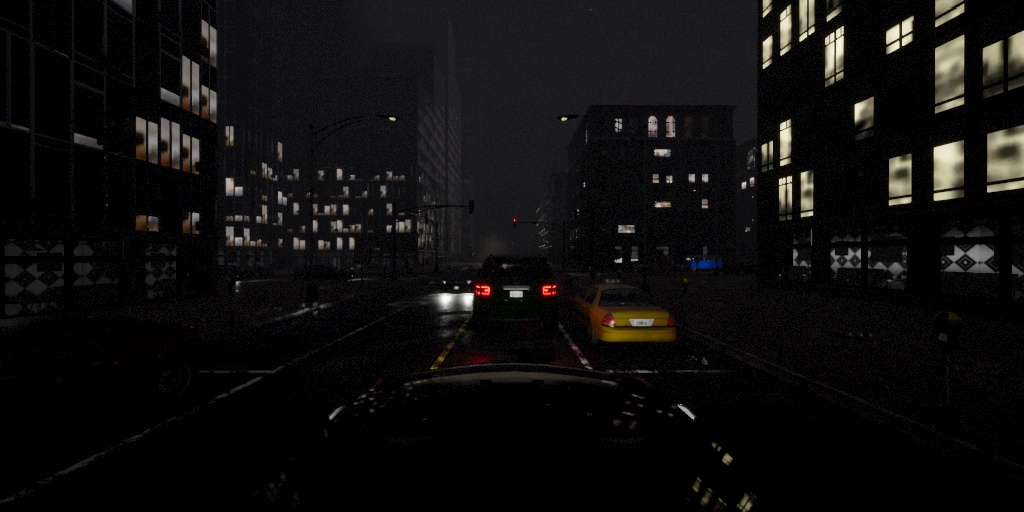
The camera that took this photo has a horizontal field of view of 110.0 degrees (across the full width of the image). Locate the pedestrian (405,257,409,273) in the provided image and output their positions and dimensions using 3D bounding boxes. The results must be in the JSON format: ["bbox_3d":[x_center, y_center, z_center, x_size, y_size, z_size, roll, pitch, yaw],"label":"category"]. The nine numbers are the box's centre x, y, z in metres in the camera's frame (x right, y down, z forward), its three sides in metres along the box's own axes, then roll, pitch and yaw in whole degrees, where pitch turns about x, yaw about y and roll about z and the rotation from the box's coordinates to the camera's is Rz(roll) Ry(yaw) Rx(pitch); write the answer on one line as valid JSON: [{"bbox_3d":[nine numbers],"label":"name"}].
[{"bbox_3d":[-12.392,1.020,42.205,0.375,1.860,0.375,0,1,-1],"label":"pedestrian"}]

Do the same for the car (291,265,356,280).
[{"bbox_3d":[-17.723,1.515,33.769,5.357,1.411,2.033,-1,0,-1],"label":"car"}]

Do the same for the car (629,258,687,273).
[{"bbox_3d":[15.023,1.138,37.135,4.718,1.301,1.895,-1,0,-1],"label":"car"}]

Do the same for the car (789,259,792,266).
[{"bbox_3d":[26.986,0.881,37.268,4.902,1.511,2.128,-1,0,0],"label":"car"}]

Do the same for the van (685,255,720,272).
[{"bbox_3d":[20.940,0.799,39.669,3.998,1.789,1.690,0,0,-1],"label":"van"}]

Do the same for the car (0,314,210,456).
[{"bbox_3d":[-5.317,1.332,3.647,1.802,1.307,4.207,0,0,0],"label":"car"}]

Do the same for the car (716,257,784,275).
[{"bbox_3d":[21.056,1.019,31.789,4.507,1.381,1.888,0,0,-1],"label":"car"}]

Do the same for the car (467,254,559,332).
[{"bbox_3d":[0.089,0.971,10.937,2.150,2.045,5.566,0,0,0],"label":"car"}]

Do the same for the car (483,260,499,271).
[{"bbox_3d":[-2.886,1.299,50.584,2.033,1.411,5.357,0,0,-1],"label":"car"}]

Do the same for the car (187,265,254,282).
[{"bbox_3d":[-27.537,1.603,33.634,4.892,1.490,1.837,-1,0,-1],"label":"car"}]

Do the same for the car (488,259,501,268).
[{"bbox_3d":[-2.888,1.300,60.721,2.033,1.411,5.357,0,0,0],"label":"car"}]

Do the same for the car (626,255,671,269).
[{"bbox_3d":[15.284,0.844,39.603,5.009,1.841,2.192,0,0,-1],"label":"car"}]

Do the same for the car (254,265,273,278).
[{"bbox_3d":[-28.441,1.648,39.004,4.403,1.370,2.007,0,0,-1],"label":"car"}]

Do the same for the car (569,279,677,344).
[{"bbox_3d":[2.558,1.275,9.384,1.751,1.417,4.829,0,0,0],"label":"car"}]

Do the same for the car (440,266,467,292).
[{"bbox_3d":[-3.057,1.296,21.706,2.033,1.411,5.357,0,0,-2],"label":"car"}]
